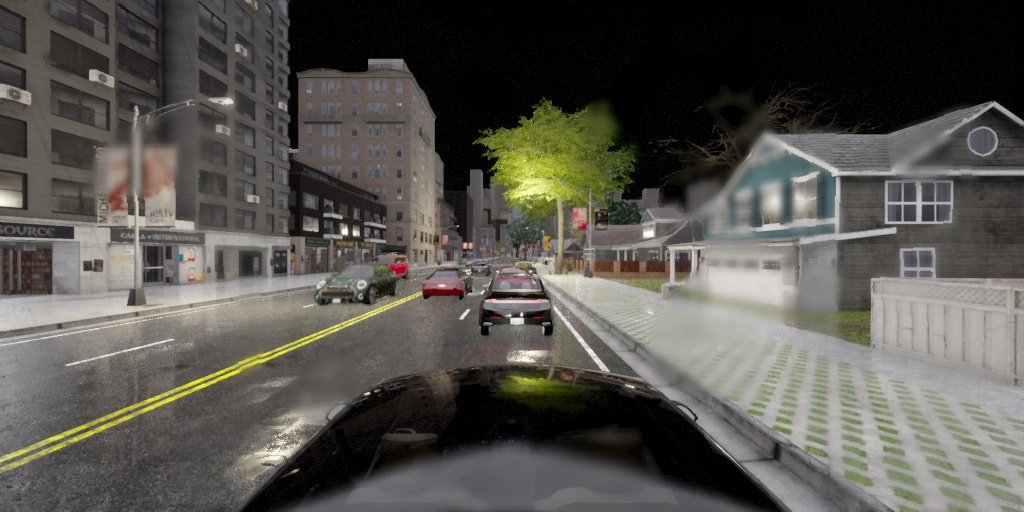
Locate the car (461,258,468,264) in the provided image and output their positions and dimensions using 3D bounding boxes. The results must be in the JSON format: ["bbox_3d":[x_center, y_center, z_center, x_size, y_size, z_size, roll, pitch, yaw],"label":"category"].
[{"bbox_3d":[-6.524,1.242,58.569,2.033,1.411,5.357,0,0,0],"label":"car"}]

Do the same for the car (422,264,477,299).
[{"bbox_3d":[-3.130,1.307,18.052,1.994,1.385,4.181,0,0,0],"label":"car"}]

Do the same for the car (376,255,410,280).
[{"bbox_3d":[-9.822,0.955,28.503,2.150,2.045,5.566,0,0,0],"label":"car"}]

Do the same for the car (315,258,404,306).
[{"bbox_3d":[-6.583,1.097,15.720,2.097,1.767,4.553,0,0,0],"label":"car"}]

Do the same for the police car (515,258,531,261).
[{"bbox_3d":[1.006,1.157,29.661,1.930,1.638,5.238,0,0,0],"label":"police car"}]

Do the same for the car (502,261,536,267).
[{"bbox_3d":[0.121,1.220,19.932,1.882,1.535,5.008,0,0,0],"label":"car"}]

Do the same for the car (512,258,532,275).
[{"bbox_3d":[1.017,1.070,39.522,2.097,1.767,4.553,0,0,0],"label":"car"}]

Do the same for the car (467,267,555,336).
[{"bbox_3d":[0.113,1.240,10.429,2.128,1.511,4.902,0,0,0],"label":"car"}]

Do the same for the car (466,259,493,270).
[{"bbox_3d":[-3.112,1.214,36.953,2.128,1.511,4.902,0,0,0],"label":"car"}]
